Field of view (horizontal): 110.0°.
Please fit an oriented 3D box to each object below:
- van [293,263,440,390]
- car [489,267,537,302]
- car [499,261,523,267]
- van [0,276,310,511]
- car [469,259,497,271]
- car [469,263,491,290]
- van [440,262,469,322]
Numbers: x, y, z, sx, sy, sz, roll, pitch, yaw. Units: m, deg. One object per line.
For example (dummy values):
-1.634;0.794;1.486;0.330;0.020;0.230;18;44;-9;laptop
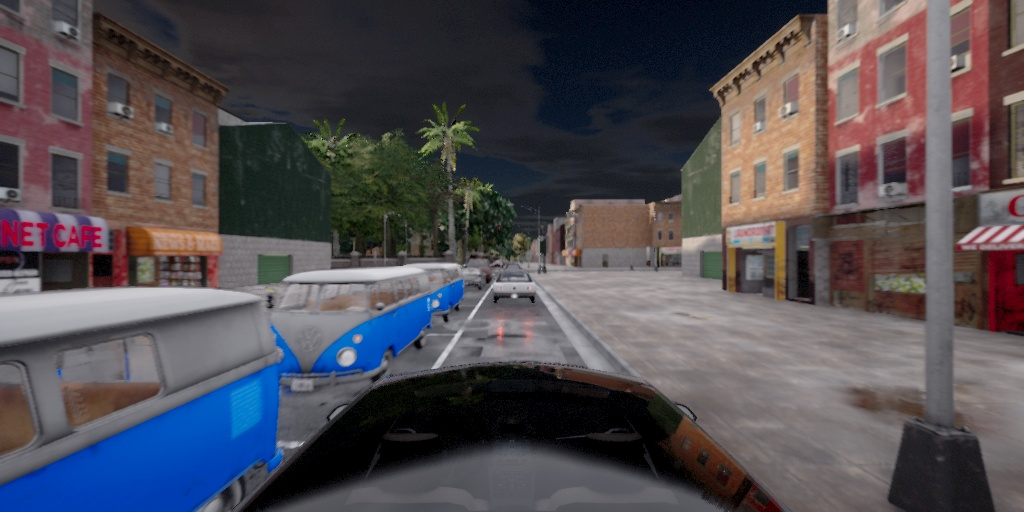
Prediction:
-2.635;1.105;6.608;1.690;1.789;3.998;0;0;0;van
0.105;1.396;17.163;1.895;1.301;4.718;0;0;0;car
0.119;1.418;33.751;1.994;1.385;4.181;0;0;0;car
-2.637;1.089;1.144;1.690;1.789;3.998;0;0;0;van
-2.625;1.148;28.464;2.192;1.841;5.009;0;0;0;car
-2.628;1.364;23.001;2.007;1.370;4.403;0;0;0;car
-2.633;1.121;12.072;1.690;1.789;3.998;0;0;0;van
